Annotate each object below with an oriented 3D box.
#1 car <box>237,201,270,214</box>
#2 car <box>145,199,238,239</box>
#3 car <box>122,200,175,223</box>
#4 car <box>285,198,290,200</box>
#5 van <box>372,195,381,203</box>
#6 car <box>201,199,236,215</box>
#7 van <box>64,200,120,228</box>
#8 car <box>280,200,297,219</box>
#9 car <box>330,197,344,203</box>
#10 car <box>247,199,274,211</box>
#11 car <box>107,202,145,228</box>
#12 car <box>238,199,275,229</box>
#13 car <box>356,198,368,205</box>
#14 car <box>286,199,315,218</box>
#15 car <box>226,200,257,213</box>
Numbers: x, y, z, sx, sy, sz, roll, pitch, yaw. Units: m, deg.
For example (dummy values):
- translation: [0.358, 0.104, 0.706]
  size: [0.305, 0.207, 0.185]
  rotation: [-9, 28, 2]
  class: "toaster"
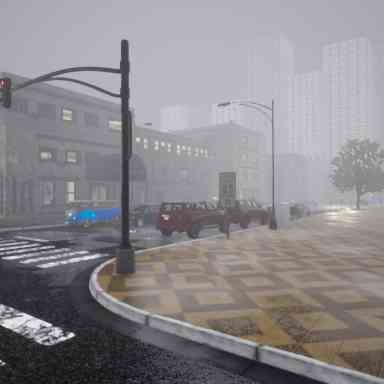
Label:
- translation: [6.981, 1.694, 37.355]
  size: [1.994, 1.385, 4.181]
  rotation: [0, 0, 35]
  class: "car"
- translation: [0.169, 1.350, 17.779]
  size: [2.192, 1.841, 5.009]
  rotation: [-1, -1, 35]
  class: "car"
- translation: [-3.470, 1.531, 27.130]
  size: [1.967, 1.590, 4.097]
  rotation: [-1, -1, 35]
  class: "car"
- translation: [15.612, 1.742, 54.021]
  size: [1.752, 1.417, 4.829]
  rotation: [-1, -1, 35]
  class: "car"
- translation: [44.923, 1.693, 80.851]
  size: [1.690, 1.788, 3.998]
  rotation: [-1, -1, 35]
  class: "van"
- translation: [2.924, 1.570, 36.141]
  size: [1.967, 1.590, 4.097]
  rotation: [-1, -1, 35]
  class: "car"
- translation: [-6.667, 1.414, 22.626]
  size: [1.690, 1.788, 3.998]
  rotation: [-1, 0, 35]
  class: "van"
- translation: [6.563, 1.616, 26.787]
  size: [1.887, 1.381, 4.507]
  rotation: [-1, -1, 35]
  class: "car"
- translation: [34.892, 1.915, 81.191]
  size: [2.008, 1.369, 4.403]
  rotation: [-1, -1, 35]
  class: "car"
- translation: [9.318, 1.722, 45.150]
  size: [2.008, 1.369, 4.403]
  rotation: [-1, -1, 35]
  class: "car"
- translation: [-3.174, 1.572, 23.065]
  size: [1.837, 1.490, 4.892]
  rotation: [0, 0, 35]
  class: "car"
- translation: [3.365, 1.367, 22.284]
  size: [2.192, 1.841, 5.009]
  rotation: [-1, -1, 35]
  class: "car"
- translation: [32.137, 1.801, 62.828]
  size: [2.008, 1.369, 4.403]
  rotation: [-1, -1, 35]
  class: "car"
- translation: [9.760, 1.657, 31.292]
  size: [1.947, 1.339, 4.313]
  rotation: [-1, -1, 35]
  class: "car"
- translation: [6.120, 1.701, 40.644]
  size: [2.008, 1.369, 4.403]
  rotation: [-1, -1, 35]
  class: "car"
